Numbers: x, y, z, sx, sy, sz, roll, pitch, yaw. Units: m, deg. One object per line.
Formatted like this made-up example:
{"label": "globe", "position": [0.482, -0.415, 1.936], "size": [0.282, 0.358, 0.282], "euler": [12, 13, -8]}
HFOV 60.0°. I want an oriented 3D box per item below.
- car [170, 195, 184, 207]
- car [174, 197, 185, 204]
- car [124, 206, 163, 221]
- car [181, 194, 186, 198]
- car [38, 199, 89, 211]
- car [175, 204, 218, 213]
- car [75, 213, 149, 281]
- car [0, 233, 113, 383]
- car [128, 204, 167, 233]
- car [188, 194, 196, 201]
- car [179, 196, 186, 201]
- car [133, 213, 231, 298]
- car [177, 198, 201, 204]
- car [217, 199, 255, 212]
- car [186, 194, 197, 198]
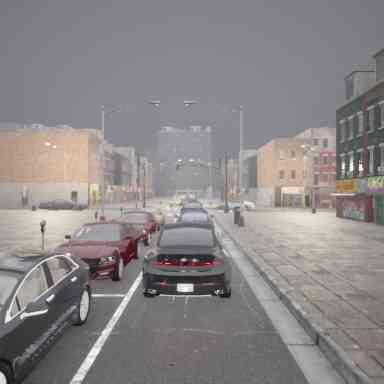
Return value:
{"label": "car", "position": [-2.575, 1.615, 52.647], "size": [1.752, 1.417, 4.829], "euler": [0, 0, 0]}
{"label": "car", "position": [-2.558, 1.693, 69.148], "size": [2.008, 1.369, 4.403], "euler": [0, 0, 0]}
{"label": "car", "position": [-2.616, 1.556, 15.365], "size": [1.887, 1.381, 4.507], "euler": [0, 0, 0]}
{"label": "car", "position": [-2.568, 1.421, 58.260], "size": [2.192, 1.841, 5.009], "euler": [0, 0, 0]}
{"label": "car", "position": [-14.610, 1.494, 37.993], "size": [5.357, 1.411, 2.033], "euler": [0, 0, 2]}
{"label": "car", "position": [0.111, 1.537, 15.967], "size": [1.812, 1.442, 4.674], "euler": [0, 0, 0]}
{"label": "car", "position": [-2.622, 1.550, 9.870], "size": [1.887, 1.381, 4.507], "euler": [0, 0, 0]}
{"label": "car", "position": [-2.628, 1.553, 4.377], "size": [2.008, 1.369, 4.403], "euler": [0, 0, 0]}
{"label": "car", "position": [-2.610, 1.543, 20.689], "size": [1.752, 1.417, 4.829], "euler": [0, 0, 0]}
{"label": "car", "position": [0.105, 1.464, 93.755], "size": [2.150, 2.045, 5.566], "euler": [0, 0, 0]}
{"label": "car", "position": [-2.533, 1.772, 90.924], "size": [1.887, 1.381, 4.507], "euler": [0, 0, 0]}
{"label": "car", "position": [-0.068, 1.509, 8.524], "size": [1.837, 1.490, 4.892], "euler": [0, 0, 1]}
{"label": "car", "position": [0.052, 1.505, 26.236], "size": [1.882, 1.535, 5.008], "euler": [0, 0, 0]}
{"label": "car", "position": [5.453, 1.657, 41.436], "size": [4.674, 1.442, 1.812], "euler": [1, 0, 7]}
{"label": "car", "position": [0.149, 1.625, 62.772], "size": [1.837, 1.490, 4.892], "euler": [0, 0, 0]}
